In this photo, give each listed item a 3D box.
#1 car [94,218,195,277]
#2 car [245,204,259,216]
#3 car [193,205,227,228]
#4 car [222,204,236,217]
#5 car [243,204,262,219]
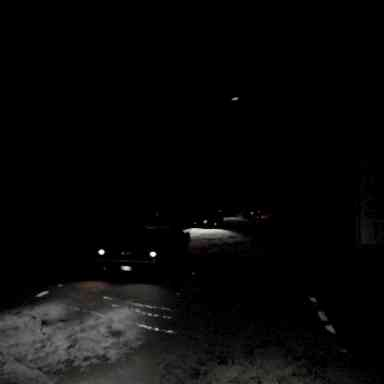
[{"bbox_3d":[-1.343,1.733,10.937,1.895,1.301,4.718,0,-1,11],"label":"car"},{"bbox_3d":[8.397,2.400,46.406,1.882,1.535,5.008,0,-2,11],"label":"car"},{"bbox_3d":[1.276,1.911,25.006,1.994,1.385,4.181,0,-1,10],"label":"car"},{"bbox_3d":[4.290,2.210,40.747,1.882,1.535,5.008,0,-2,11],"label":"car"},{"bbox_3d":[6.621,2.211,36.542,1.994,1.385,4.181,0,-1,11],"label":"car"}]
